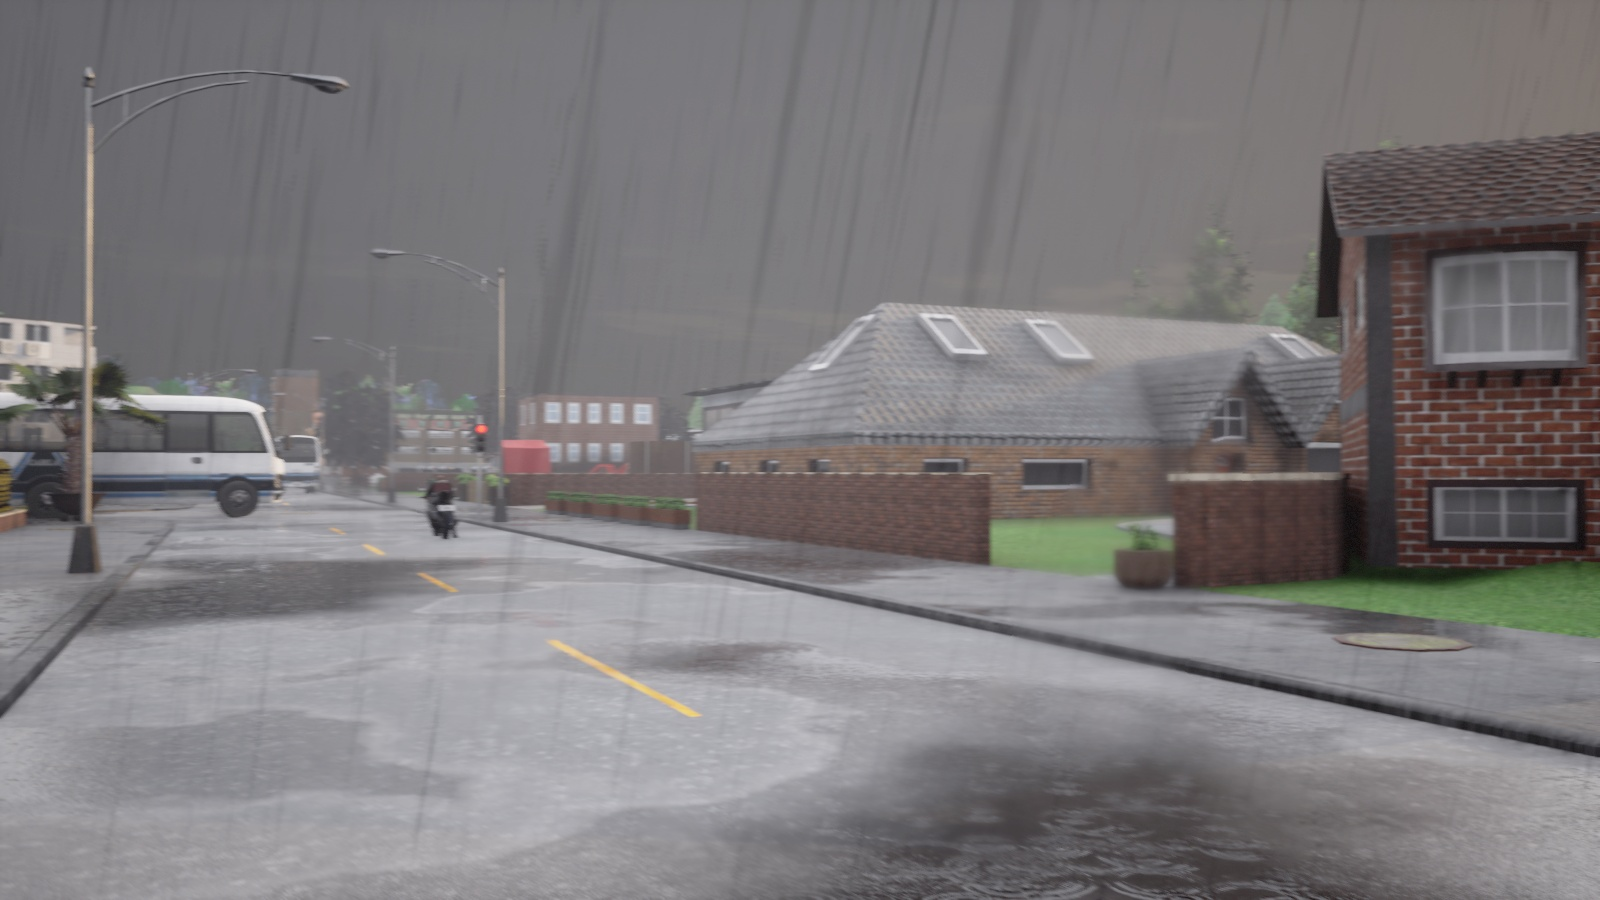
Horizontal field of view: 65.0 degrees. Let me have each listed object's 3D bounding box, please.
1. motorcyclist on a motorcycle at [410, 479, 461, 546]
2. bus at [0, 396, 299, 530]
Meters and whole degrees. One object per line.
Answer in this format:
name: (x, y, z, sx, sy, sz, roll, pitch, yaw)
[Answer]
motorcyclist on a motorcycle: (-8.744, 1.454, 30.047, 0.866, 1.530, 2.191, 0, -1, -24)
bus: (-22.879, 0.414, 43.302, 10.273, 4.253, 3.944, 0, 0, -23)
